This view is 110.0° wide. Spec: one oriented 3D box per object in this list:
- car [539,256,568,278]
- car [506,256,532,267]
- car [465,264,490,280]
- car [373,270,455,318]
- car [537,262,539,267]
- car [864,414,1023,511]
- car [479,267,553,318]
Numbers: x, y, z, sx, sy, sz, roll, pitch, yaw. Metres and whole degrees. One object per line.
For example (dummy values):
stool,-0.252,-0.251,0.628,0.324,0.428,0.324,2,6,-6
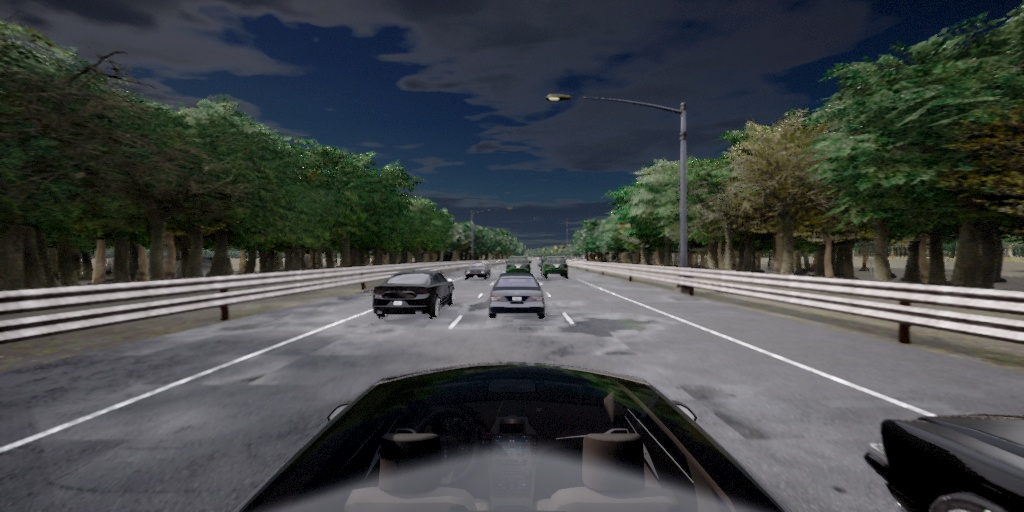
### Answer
car,4.062,1.032,34.433,2.150,2.045,5.566,0,0,2
car,0.602,1.023,32.485,2.150,2.045,5.566,0,0,2
car,-2.920,1.398,31.837,1.895,1.301,4.718,0,0,2
car,-3.319,1.233,12.992,1.882,1.535,5.008,0,0,1
car,4.537,1.373,46.348,1.837,1.490,4.892,0,0,3
car,3.502,1.352,0.424,1.895,1.301,4.718,0,0,0
car,0.176,1.304,13.020,2.033,1.411,5.357,0,0,1
